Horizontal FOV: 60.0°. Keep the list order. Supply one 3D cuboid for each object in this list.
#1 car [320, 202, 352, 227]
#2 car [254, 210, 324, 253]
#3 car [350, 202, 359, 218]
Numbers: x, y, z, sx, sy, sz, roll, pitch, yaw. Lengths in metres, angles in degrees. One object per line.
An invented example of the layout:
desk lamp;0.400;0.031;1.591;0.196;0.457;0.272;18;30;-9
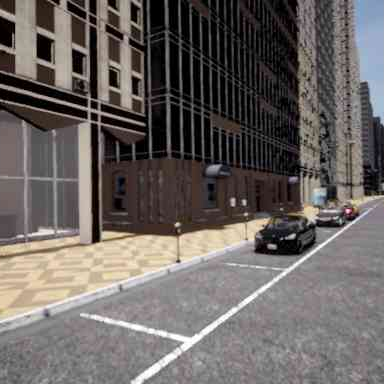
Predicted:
car;9.961;1.664;23.905;2.008;1.369;4.403;-1;-1;31
car;4.105;1.666;14.244;1.947;1.339;4.313;-1;-1;31
car;12.887;1.561;28.738;1.967;1.590;4.097;-1;-1;31
